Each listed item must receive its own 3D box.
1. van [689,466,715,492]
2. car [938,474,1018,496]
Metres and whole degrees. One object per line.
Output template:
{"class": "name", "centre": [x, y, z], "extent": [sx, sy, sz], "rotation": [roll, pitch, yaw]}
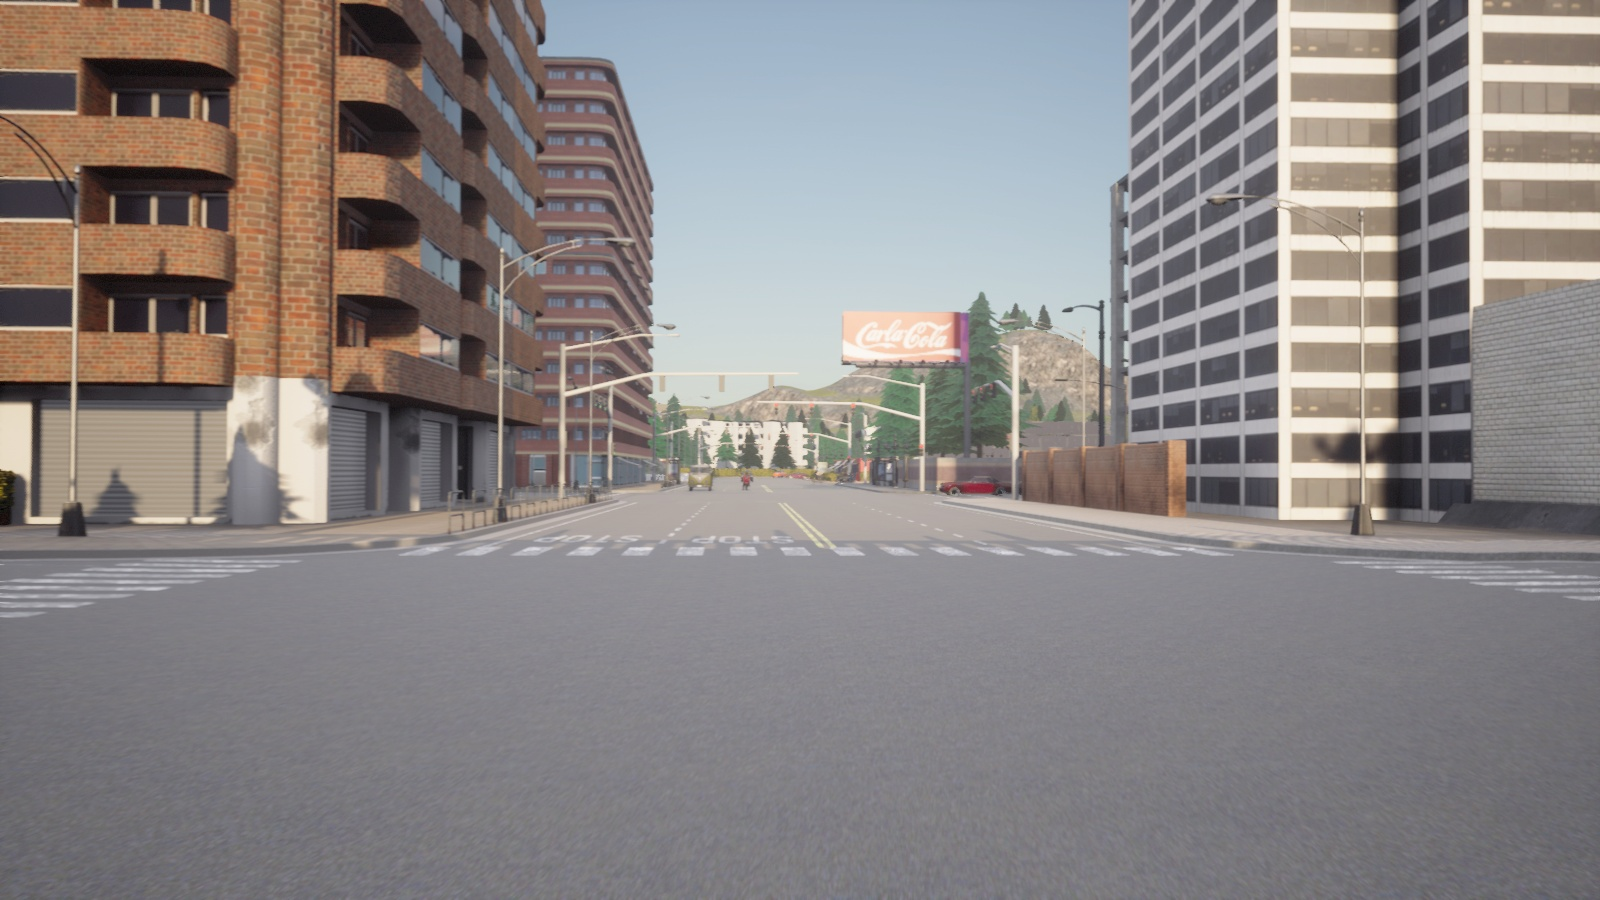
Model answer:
{"class": "van", "centre": [-7.460, 2.202, 96.078], "extent": [1.775, 1.987, 4.442], "rotation": [0, -1, -2]}
{"class": "car", "centre": [11.149, 2.194, 78.815], "extent": [4.718, 1.301, 1.895], "rotation": [0, -1, -2]}
